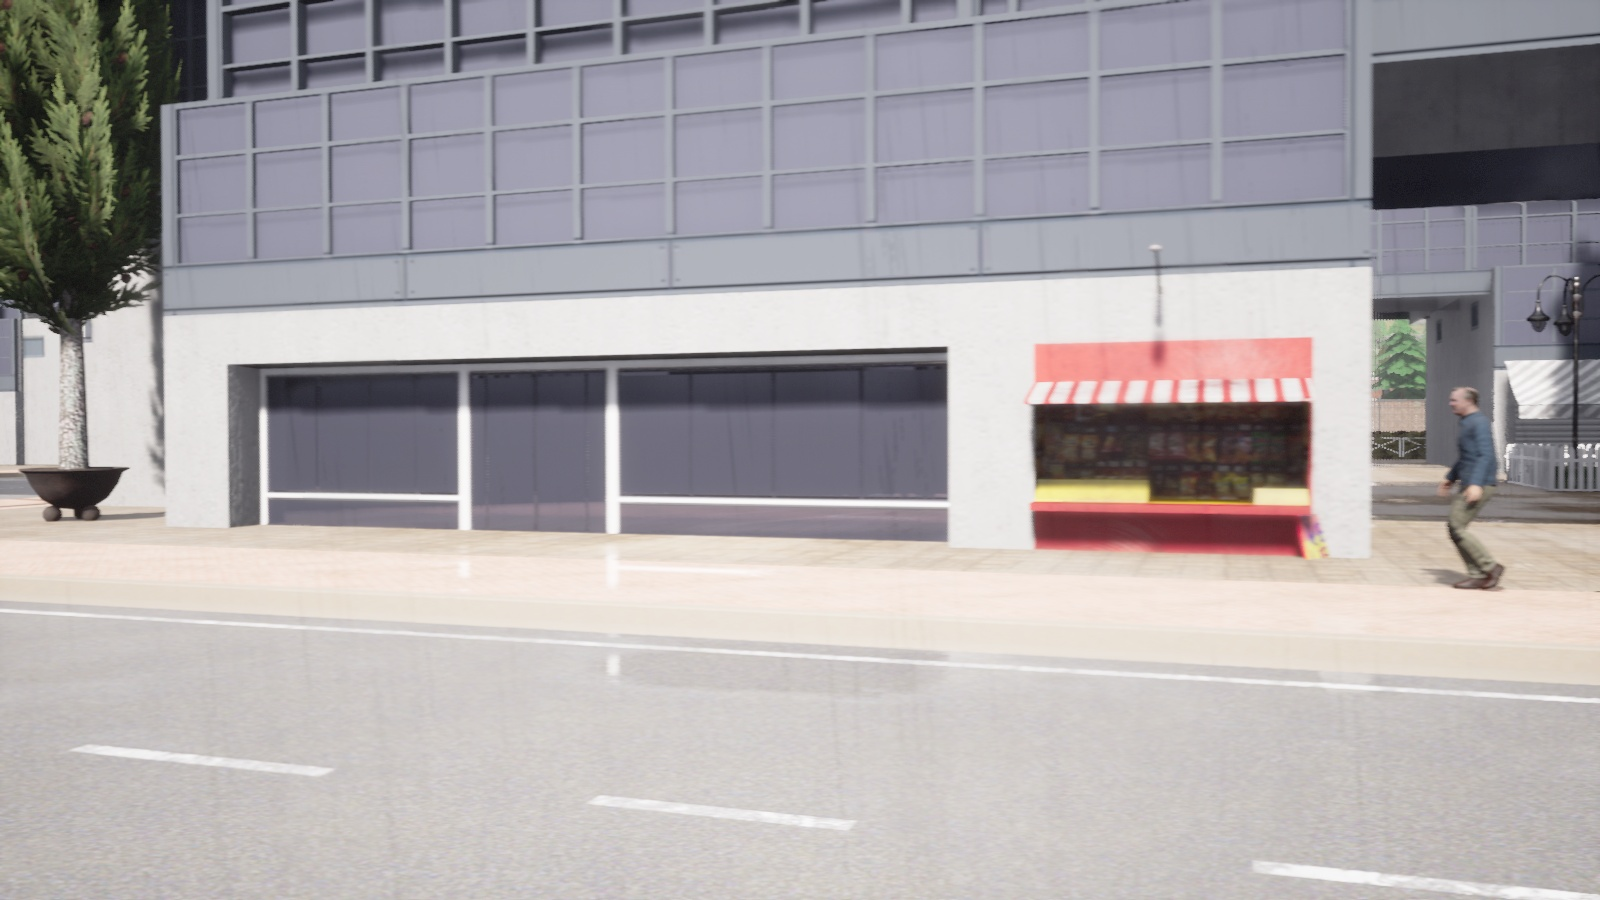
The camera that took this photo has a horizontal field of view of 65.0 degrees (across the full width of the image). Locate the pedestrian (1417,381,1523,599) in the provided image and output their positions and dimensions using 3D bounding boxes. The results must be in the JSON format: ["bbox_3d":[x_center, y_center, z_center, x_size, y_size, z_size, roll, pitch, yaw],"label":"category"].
[{"bbox_3d":[5.812,0.332,10.917,0.726,1.842,0.402,0,1,16],"label":"pedestrian"}]
